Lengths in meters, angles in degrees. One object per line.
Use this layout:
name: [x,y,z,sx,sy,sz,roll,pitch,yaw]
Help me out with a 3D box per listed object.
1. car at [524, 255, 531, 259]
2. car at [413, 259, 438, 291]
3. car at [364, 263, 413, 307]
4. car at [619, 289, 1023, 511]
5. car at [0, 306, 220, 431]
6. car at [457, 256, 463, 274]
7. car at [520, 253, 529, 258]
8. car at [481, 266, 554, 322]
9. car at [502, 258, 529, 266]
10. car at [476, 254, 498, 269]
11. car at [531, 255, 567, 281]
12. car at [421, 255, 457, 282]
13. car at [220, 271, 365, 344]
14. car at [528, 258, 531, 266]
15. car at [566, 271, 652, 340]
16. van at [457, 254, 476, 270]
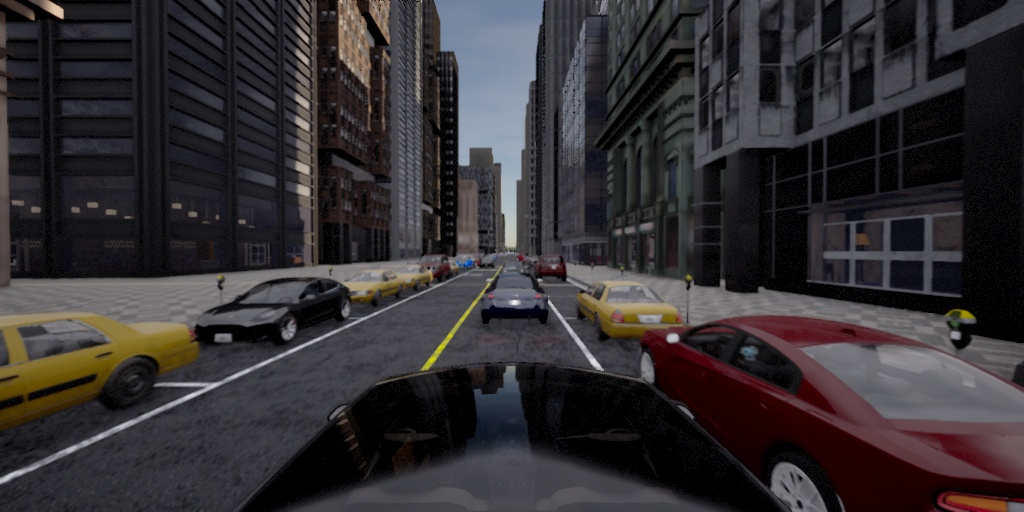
car: [2.794,0.904,43.180,2.007,1.370,4.403,0,0,0]
car: [-5.749,1.090,20.449,1.751,1.417,4.829,0,0,0]
car: [-5.753,1.145,14.808,1.751,1.417,4.829,0,0,0]
car: [2.764,1.275,3.699,1.888,1.381,4.507,0,0,0]
car: [-5.761,1.255,3.528,1.751,1.417,4.829,0,0,0]
car: [-5.740,0.983,31.730,1.751,1.417,4.829,0,0,0]
car: [2.806,0.641,60.100,1.967,1.591,4.097,0,0,0]
car: [0.080,1.215,11.763,1.994,1.385,4.181,0,1,0]
car: [0.103,1.089,28.634,1.895,1.301,4.718,0,1,0]
car: [-3.056,0.842,45.075,1.837,1.490,4.892,0,0,0]
car: [2.781,0.826,26.260,2.192,1.841,5.009,0,0,0]
car: [-5.744,0.826,26.259,2.192,1.841,5.009,0,0,0]
car: [-5.757,1.240,9.338,1.948,1.339,4.313,0,0,0]
car: [2.785,1.008,31.900,2.007,1.370,4.403,0,0,0]
car: [2.768,1.200,9.510,1.751,1.417,4.829,0,0,0]
van: [-5.731,0.694,43.181,1.690,1.789,3.998,0,0,0]
